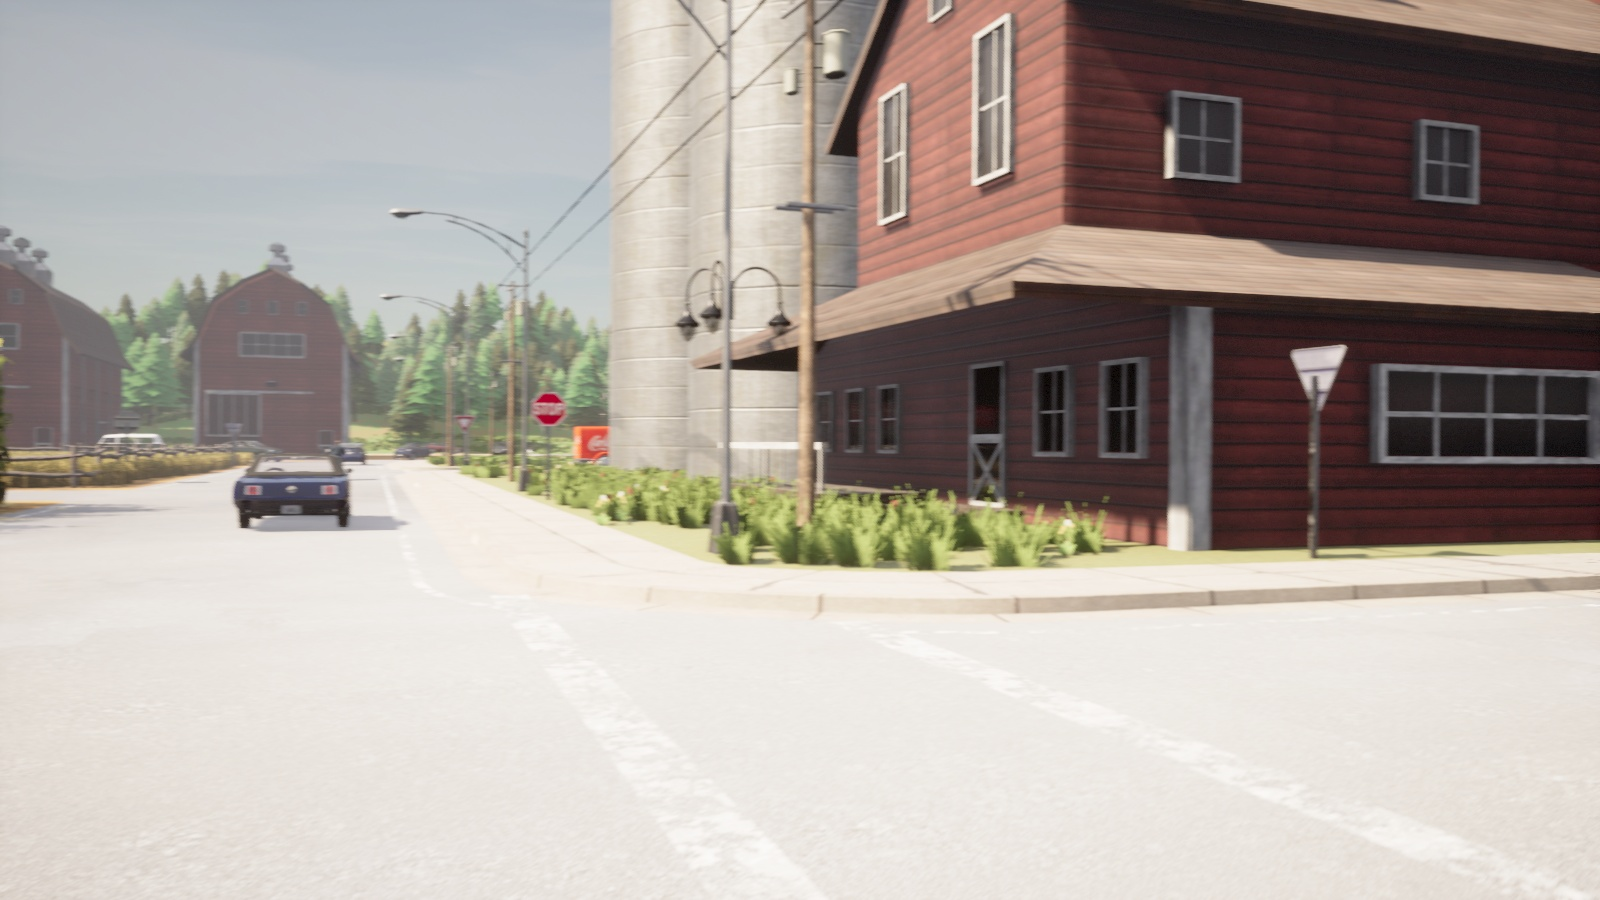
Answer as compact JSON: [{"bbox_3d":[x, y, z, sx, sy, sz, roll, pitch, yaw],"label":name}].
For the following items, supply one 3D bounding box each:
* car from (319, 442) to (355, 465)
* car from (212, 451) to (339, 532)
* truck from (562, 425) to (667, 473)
[{"bbox_3d":[-31.052,0.204,84.275,2.163,1.488,4.792,0,0,-20],"label":"car"},{"bbox_3d":[-9.554,0.690,23.198,1.895,1.301,4.718,0,0,-19],"label":"car"},{"bbox_3d":[-9.919,-0.041,67.073,5.204,2.467,2.627,0,0,-17],"label":"truck"}]
